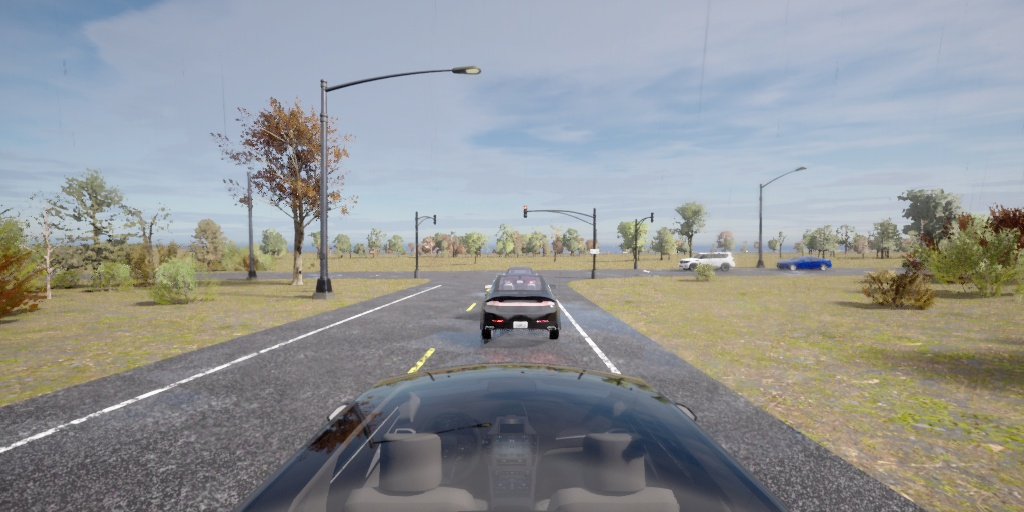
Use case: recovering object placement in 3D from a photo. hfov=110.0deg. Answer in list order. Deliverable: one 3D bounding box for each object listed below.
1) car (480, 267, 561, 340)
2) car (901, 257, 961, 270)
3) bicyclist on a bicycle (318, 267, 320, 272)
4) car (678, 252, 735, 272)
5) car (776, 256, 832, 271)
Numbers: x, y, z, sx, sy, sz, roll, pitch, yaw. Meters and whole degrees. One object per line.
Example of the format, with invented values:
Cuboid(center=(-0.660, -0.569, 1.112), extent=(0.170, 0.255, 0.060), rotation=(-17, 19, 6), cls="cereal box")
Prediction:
Cuboid(center=(0.221, 1.235, 9.976), extent=(2.128, 1.511, 4.902), rotation=(0, 0, 1), cls="car")
Cuboid(center=(44.247, 0.644, 37.772), extent=(5.008, 1.535, 1.882), rotation=(-1, 1, 5), cls="car")
Cuboid(center=(-25.337, 1.326, 47.877), extent=(0.582, 1.620, 1.656), rotation=(-1, 0, 5), cls="bicyclist on a bicycle")
Cuboid(center=(21.553, 0.629, 39.795), extent=(5.566, 2.045, 2.150), rotation=(-1, 1, 5), cls="car")
Cuboid(center=(31.611, 0.775, 38.906), extent=(5.008, 1.535, 1.882), rotation=(-1, 1, 5), cls="car")
